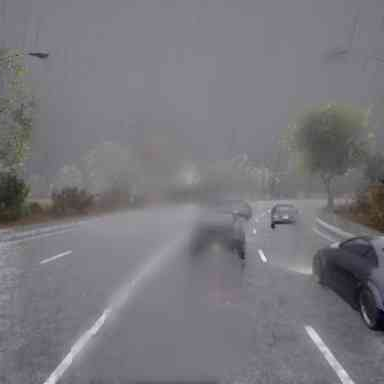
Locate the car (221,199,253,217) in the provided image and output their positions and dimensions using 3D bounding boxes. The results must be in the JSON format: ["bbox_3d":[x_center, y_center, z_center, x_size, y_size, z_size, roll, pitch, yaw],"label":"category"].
[{"bbox_3d":[3.979,1.533,27.963,1.994,1.385,4.181,0,0,14],"label":"car"}]

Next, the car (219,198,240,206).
[{"bbox_3d":[5.712,1.491,44.631,2.033,1.411,5.357,0,0,22],"label":"car"}]

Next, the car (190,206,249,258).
[{"bbox_3d":[1.047,1.488,12.744,1.837,1.490,4.892,0,0,7],"label":"car"}]

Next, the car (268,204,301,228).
[{"bbox_3d":[6.144,1.537,22.219,2.033,1.411,5.357,0,0,12],"label":"car"}]

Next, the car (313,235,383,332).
[{"bbox_3d":[3.925,1.567,6.769,1.994,1.385,4.181,0,0,5],"label":"car"}]

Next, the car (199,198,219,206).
[{"bbox_3d":[2.607,1.524,46.186,1.895,1.301,4.718,0,0,23],"label":"car"}]
